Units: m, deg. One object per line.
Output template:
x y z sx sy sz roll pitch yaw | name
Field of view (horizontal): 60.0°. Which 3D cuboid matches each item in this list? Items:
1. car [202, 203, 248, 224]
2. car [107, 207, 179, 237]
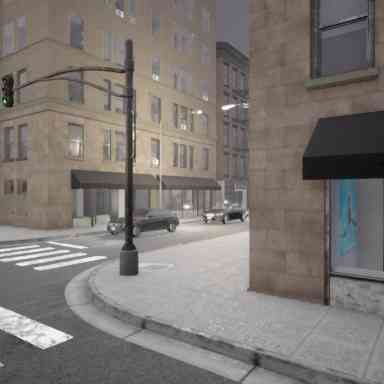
2.697 1.640 26.285 2.128 1.511 4.902 0 0 35 | car
-2.604 1.620 18.810 1.812 1.442 4.674 0 0 37 | car
